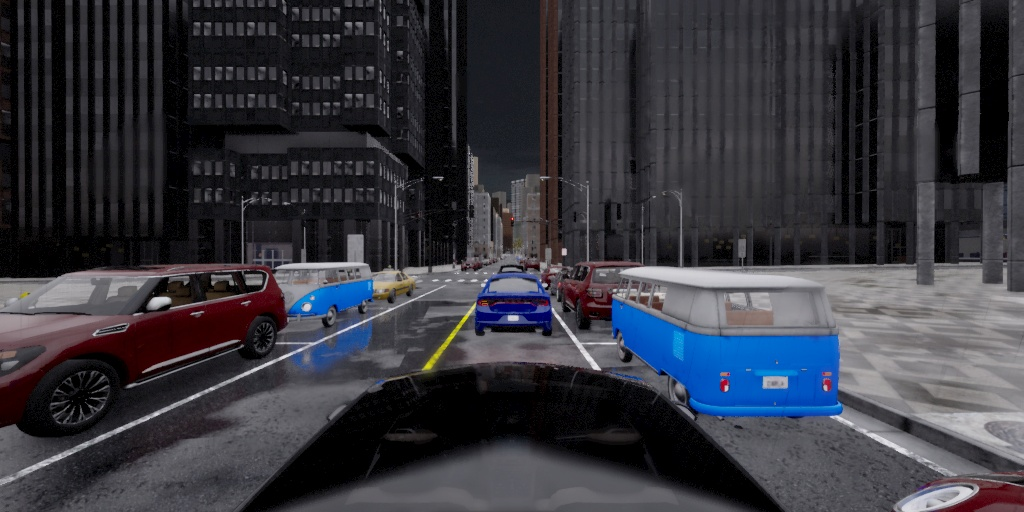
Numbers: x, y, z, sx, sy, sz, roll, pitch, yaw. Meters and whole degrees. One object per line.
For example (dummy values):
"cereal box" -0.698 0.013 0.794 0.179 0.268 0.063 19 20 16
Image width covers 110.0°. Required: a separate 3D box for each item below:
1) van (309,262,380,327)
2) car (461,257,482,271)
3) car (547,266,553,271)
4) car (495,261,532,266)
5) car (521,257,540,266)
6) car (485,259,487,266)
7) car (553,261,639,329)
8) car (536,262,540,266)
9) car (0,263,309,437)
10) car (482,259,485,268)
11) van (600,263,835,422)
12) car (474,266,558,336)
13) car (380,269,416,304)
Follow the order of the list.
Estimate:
"van" -5.764 1.091 11.151 1.690 1.789 3.998 0 0 0
"car" -5.762 1.084 49.239 2.192 1.841 5.009 0 0 0
"car" 2.764 1.301 16.663 2.007 1.370 4.403 0 0 0
"car" 0.001 1.257 20.797 1.837 1.490 4.892 0 0 0
"car" 2.763 1.084 49.229 2.192 1.841 5.009 0 0 0
"car" -5.762 1.348 60.525 1.948 1.339 4.313 0 0 0
"car" 2.766 1.064 11.138 2.192 1.841 5.009 0 0 0
"car" 2.763 1.297 22.189 1.888 1.381 4.507 0 0 0
"car" -5.765 1.064 5.626 2.192 1.841 5.009 0 0 0
"car" -5.762 1.090 54.882 2.192 1.841 5.009 0 0 0
"van" 2.767 1.090 5.612 1.690 1.789 3.998 0 0 0
"car" 0.058 1.228 10.426 1.882 1.535 5.008 0 0 1
"car" -5.763 1.276 16.505 1.751 1.417 4.829 0 0 0
